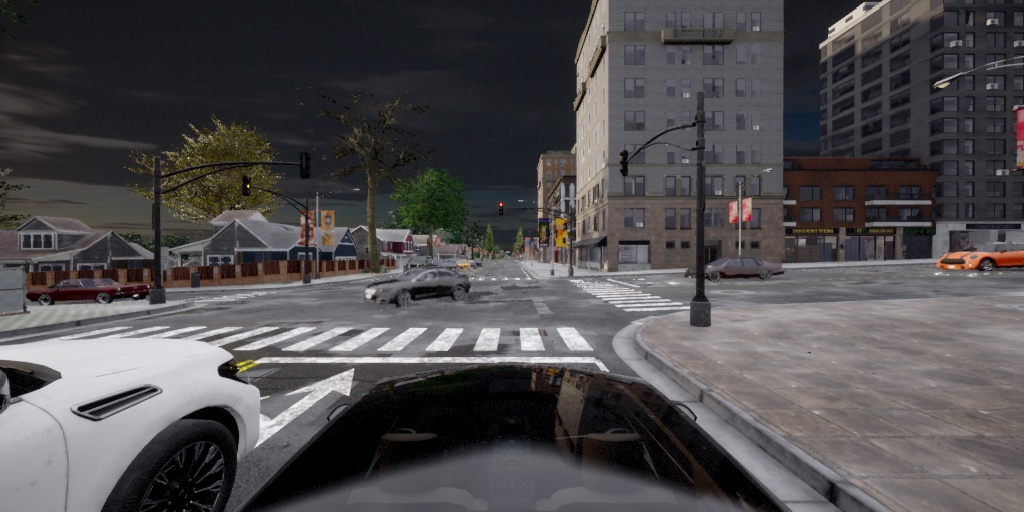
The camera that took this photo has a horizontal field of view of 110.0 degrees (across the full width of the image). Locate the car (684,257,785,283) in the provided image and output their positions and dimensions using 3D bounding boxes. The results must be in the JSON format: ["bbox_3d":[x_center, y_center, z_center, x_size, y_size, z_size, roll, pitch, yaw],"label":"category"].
[{"bbox_3d":[13.504,0.792,21.894,5.357,1.411,2.033,-2,0,0],"label":"car"}]

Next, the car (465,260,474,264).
[{"bbox_3d":[-6.643,1.261,47.692,1.882,1.535,5.008,0,0,0],"label":"car"}]

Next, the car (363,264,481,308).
[{"bbox_3d":[-3.954,1.286,15.614,2.128,1.511,4.902,0,0,39],"label":"car"}]

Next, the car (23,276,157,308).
[{"bbox_3d":[-21.640,1.806,18.534,4.718,1.301,1.895,-2,0,0],"label":"car"}]

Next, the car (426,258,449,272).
[{"bbox_3d":[-9.890,1.136,48.065,2.097,1.767,4.553,0,0,0],"label":"car"}]

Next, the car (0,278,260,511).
[{"bbox_3d":[-3.145,0.972,0.558,2.150,2.045,5.566,0,0,0],"label":"car"}]

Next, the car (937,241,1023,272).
[{"bbox_3d":[29.128,0.005,21.944,4.553,1.767,2.097,-2,0,0],"label":"car"}]

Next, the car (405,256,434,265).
[{"bbox_3d":[-9.880,0.991,38.593,2.150,2.045,5.566,0,0,0],"label":"car"}]

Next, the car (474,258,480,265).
[{"bbox_3d":[-6.646,1.333,57.029,1.812,1.442,4.674,0,0,0],"label":"car"}]

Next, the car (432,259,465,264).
[{"bbox_3d":[-6.633,1.316,37.900,2.033,1.411,5.357,0,0,0],"label":"car"}]
